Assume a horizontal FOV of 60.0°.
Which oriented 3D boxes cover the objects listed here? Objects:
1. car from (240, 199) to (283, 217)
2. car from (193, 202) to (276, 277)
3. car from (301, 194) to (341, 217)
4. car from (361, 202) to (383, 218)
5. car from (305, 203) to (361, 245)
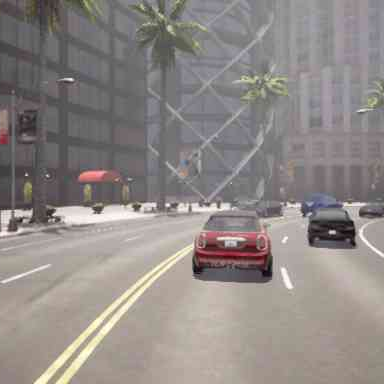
[{"bbox_3d":[6.599,1.527,30.092,1.837,1.490,4.892,-1,0,39],"label":"car"},{"bbox_3d":[1.416,1.359,10.632,2.097,1.767,4.553,0,0,11],"label":"car"},{"bbox_3d":[12.200,1.246,31.091,2.150,2.045,5.566,0,0,44],"label":"car"},{"bbox_3d":[17.275,1.590,30.867,4.181,1.385,1.994,0,0,-40],"label":"car"},{"bbox_3d":[6.561,1.490,15.813,1.882,1.535,5.008,0,0,20],"label":"car"}]
